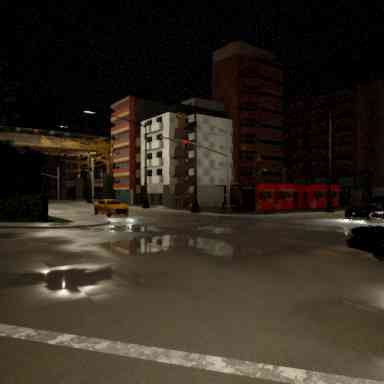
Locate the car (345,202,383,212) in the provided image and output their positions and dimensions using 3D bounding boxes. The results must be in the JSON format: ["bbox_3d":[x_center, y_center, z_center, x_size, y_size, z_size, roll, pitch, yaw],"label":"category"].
[{"bbox_3d":[14.634,1.567,27.994,4.181,1.385,1.994,0,0,-37],"label":"car"}]

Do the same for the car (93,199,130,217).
[{"bbox_3d":[-7.426,1.413,30.387,1.882,1.535,5.008,0,0,-36],"label":"car"}]

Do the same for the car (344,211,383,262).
[{"bbox_3d":[7.533,1.523,9.931,2.033,1.411,5.357,0,0,-36],"label":"car"}]
